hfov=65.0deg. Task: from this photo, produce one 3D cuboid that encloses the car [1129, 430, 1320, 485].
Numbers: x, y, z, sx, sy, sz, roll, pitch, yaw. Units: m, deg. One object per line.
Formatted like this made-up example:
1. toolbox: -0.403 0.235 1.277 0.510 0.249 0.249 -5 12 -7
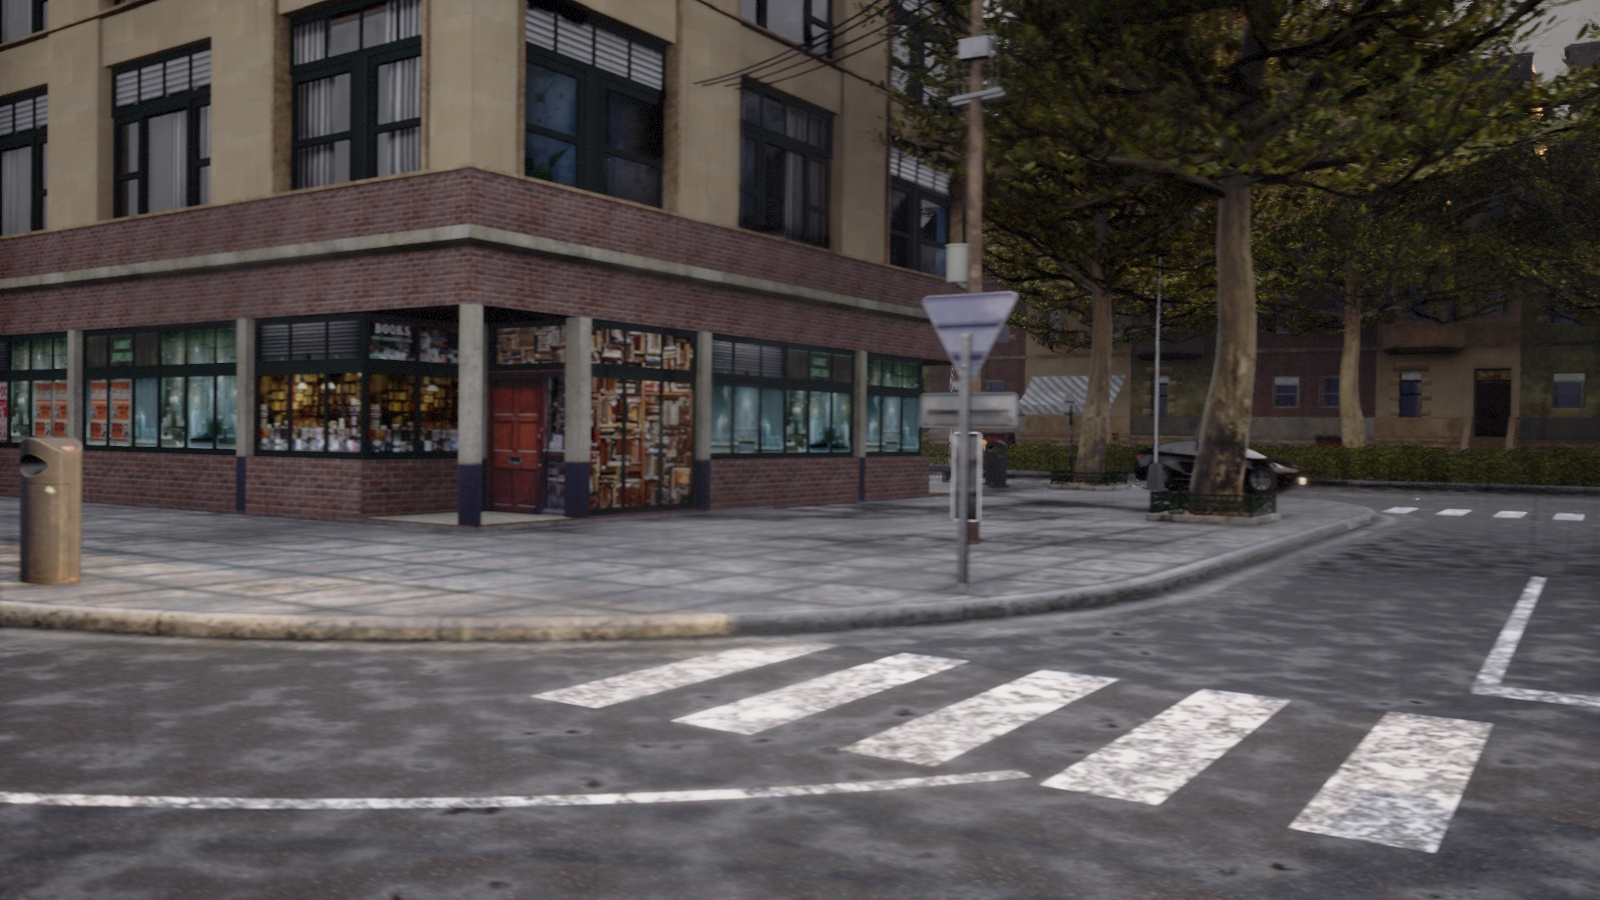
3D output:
1. car: 12.310 0.179 36.564 4.792 1.488 2.163 0 1 39
